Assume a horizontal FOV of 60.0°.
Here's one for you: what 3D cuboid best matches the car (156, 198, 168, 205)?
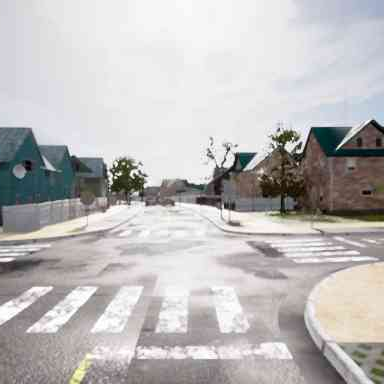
[{"bbox_3d":[-6.009,1.936,66.390,1.895,1.301,4.718,0,-1,-13],"label":"car"}]

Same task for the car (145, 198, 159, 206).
[{"bbox_3d":[-7.502,1.790,60.098,1.812,1.442,4.674,0,-1,-10],"label":"car"}]

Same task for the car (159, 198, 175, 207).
[{"bbox_3d":[-4.024,1.732,56.465,1.837,1.490,4.892,0,-1,-10],"label":"car"}]
